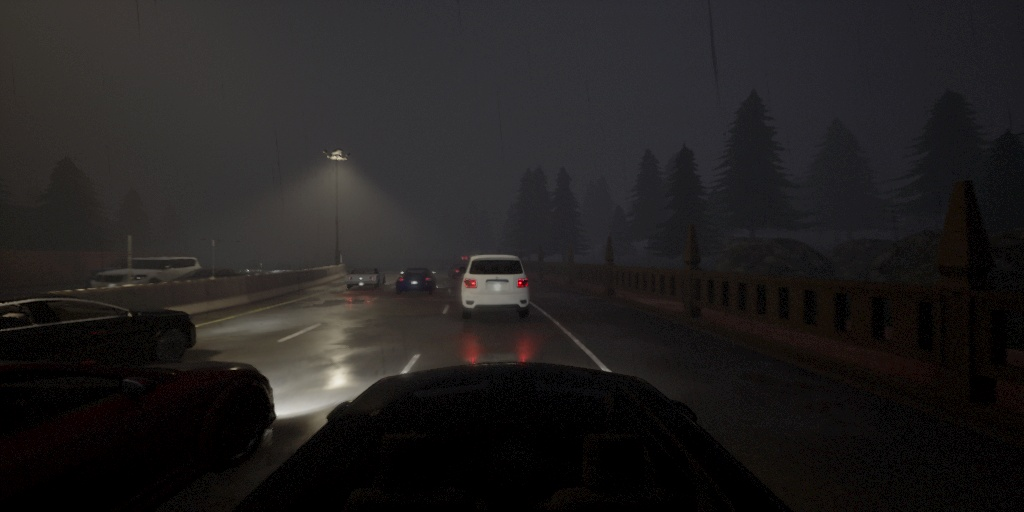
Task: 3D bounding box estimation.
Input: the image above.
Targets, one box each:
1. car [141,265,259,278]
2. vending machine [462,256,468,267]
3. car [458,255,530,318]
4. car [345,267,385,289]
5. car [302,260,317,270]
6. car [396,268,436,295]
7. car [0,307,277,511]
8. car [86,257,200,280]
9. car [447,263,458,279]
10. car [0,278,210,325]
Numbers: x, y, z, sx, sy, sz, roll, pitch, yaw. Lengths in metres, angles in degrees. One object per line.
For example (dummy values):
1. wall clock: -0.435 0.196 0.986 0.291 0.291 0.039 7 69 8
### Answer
1. car: -15.870 1.372 18.737 2.033 1.411 5.357 0 0 -11
2. vending machine: -7.699 1.019 59.361 1.100 2.100 0.880 0 0 -30
3. car: -0.721 0.983 13.251 2.150 2.045 5.566 0 0 -6
4. car: -9.646 1.405 23.944 1.895 1.301 4.718 0 0 -13
5. car: -32.078 1.410 56.702 2.128 1.511 4.902 0 0 -34
6. car: -5.400 1.349 20.463 1.994 1.385 4.181 0 0 -11
7. car: -3.568 1.328 2.197 1.994 1.385 4.181 0 0 0
8. car: -19.655 1.060 19.764 2.150 2.045 5.566 0 0 -12
9. car: -4.754 1.340 32.752 2.033 1.411 5.357 0 0 -17
10. car: -7.136 1.272 5.123 2.128 1.511 4.902 0 0 -2
